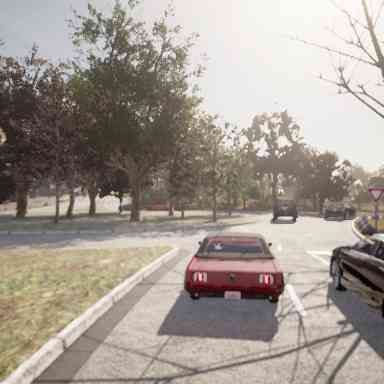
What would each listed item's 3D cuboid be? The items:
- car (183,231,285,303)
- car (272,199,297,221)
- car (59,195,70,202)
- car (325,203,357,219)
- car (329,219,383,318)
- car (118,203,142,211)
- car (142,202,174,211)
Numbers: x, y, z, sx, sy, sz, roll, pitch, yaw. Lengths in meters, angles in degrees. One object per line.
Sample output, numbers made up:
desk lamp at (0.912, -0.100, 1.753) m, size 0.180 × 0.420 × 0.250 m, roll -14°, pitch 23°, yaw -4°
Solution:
car at (1.066, 1.640, 8.338) m, size 1.895 × 1.301 × 4.718 m, roll 0°, pitch -1°, yaw 8°
car at (9.042, 1.729, 32.493) m, size 2.150 × 2.045 × 5.566 m, roll 0°, pitch -1°, yaw 15°
car at (-33.090, 1.876, 84.999) m, size 1.946 × 1.575 × 5.366 m, roll 0°, pitch 2°, yaw -12°
car at (15.670, 1.937, 34.842) m, size 2.097 × 1.767 × 4.553 m, roll -1°, pitch -2°, yaw 41°
car at (4.036, 1.508, 6.146) m, size 2.128 × 1.511 × 4.902 m, roll 0°, pitch 0°, yaw 7°
car at (-10.694, 2.646, 59.191) m, size 4.902 × 1.511 × 2.128 m, roll 0°, pitch -1°, yaw -1°
car at (-5.386, 2.420, 55.566) m, size 4.553 × 1.767 × 2.097 m, roll -1°, pitch -2°, yaw 24°
